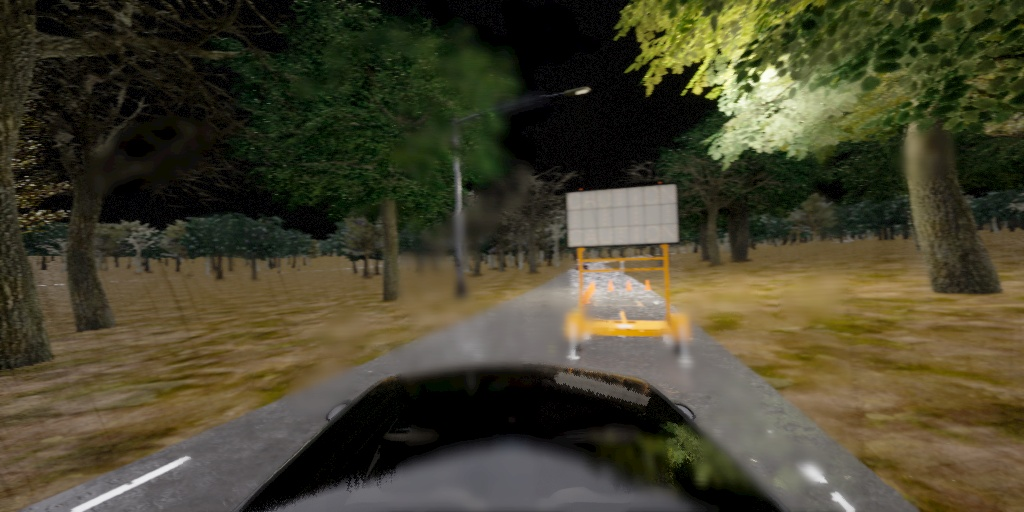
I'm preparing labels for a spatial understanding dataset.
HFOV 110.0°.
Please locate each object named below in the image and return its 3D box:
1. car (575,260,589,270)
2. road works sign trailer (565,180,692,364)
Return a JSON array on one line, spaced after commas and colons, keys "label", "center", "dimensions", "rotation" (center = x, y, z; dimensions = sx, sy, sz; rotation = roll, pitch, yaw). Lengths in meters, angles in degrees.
[{"label": "car", "center": [11.788, 1.410, 60.371], "dimensions": [2.097, 1.767, 4.553], "rotation": [-2, -1, 12]}, {"label": "road works sign trailer", "center": [2.546, 0.189, 8.095], "dimensions": [2.380, 3.560, 2.880], "rotation": [0, 0, 15]}]
